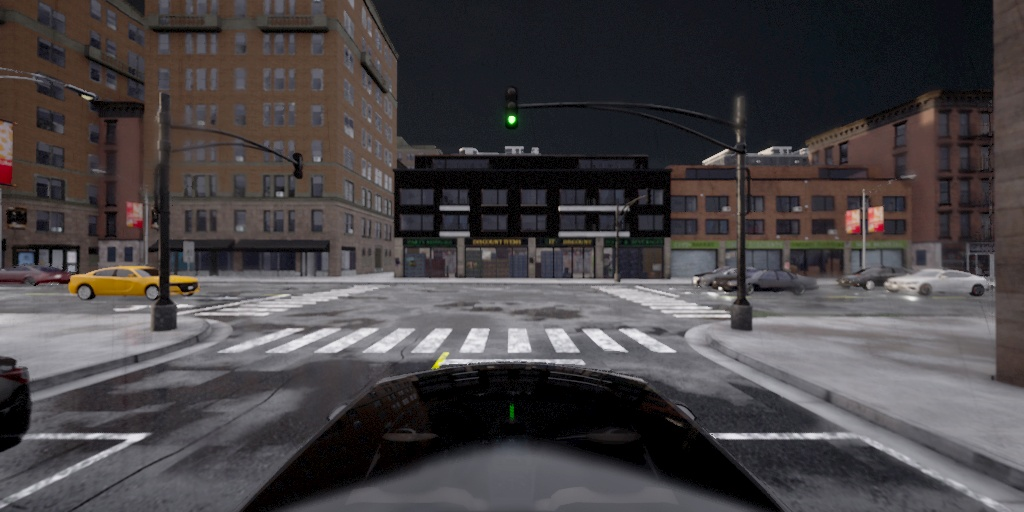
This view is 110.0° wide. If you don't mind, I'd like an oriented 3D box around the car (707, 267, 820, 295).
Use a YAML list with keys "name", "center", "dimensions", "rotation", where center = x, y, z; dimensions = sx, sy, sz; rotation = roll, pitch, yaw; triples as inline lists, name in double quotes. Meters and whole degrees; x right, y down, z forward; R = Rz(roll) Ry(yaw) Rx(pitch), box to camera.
- name: "car"
  center: [14.576, 1.485, 20.681]
  dimensions: [5.357, 1.411, 2.033]
  rotation: [0, 0, -3]

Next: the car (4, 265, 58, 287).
- name: "car"
  center: [-32.000, 1.294, 23.681]
  dimensions: [4.181, 1.385, 1.994]
  rotation: [0, 0, 0]

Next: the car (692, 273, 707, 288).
- name: "car"
  center: [14.656, 1.448, 23.911]
  dimensions: [4.902, 1.511, 2.128]
  rotation: [0, 0, 0]

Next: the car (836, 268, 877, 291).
- name: "car"
  center: [24.523, 1.513, 23.955]
  dimensions: [4.892, 1.490, 1.837]
  rotation: [0, 0, 0]

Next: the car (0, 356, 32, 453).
- name: "car"
  center: [-5.388, 1.315, 1.559]
  dimensions: [1.948, 1.339, 4.313]
  rotation: [0, 0, 0]

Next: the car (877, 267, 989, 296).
- name: "car"
  center: [24.471, 1.515, 20.707]
  dimensions: [4.674, 1.442, 1.812]
  rotation: [0, 0, 0]

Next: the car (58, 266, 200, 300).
- name: "car"
  center: [-17.784, 1.236, 17.051]
  dimensions: [5.008, 1.535, 1.882]
  rotation: [0, 0, 0]

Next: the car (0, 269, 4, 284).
- name: "car"
  center: [-27.850, 1.237, 17.004]
  dimensions: [4.674, 1.442, 1.812]
  rotation: [0, 0, 0]
